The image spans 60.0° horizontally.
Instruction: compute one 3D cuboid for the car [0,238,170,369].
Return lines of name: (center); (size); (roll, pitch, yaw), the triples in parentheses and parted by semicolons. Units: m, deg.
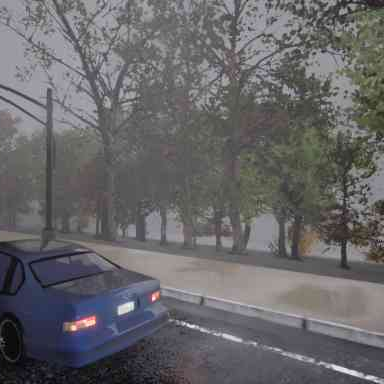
car: (-2.895, 1.546, 5.754); (5.357, 1.411, 2.033); (0, 0, 36)
